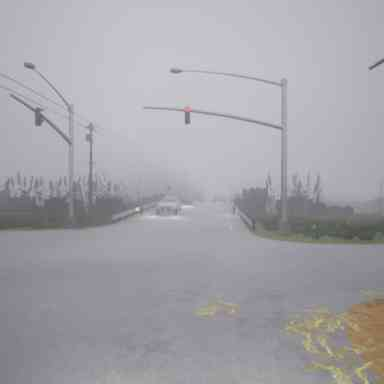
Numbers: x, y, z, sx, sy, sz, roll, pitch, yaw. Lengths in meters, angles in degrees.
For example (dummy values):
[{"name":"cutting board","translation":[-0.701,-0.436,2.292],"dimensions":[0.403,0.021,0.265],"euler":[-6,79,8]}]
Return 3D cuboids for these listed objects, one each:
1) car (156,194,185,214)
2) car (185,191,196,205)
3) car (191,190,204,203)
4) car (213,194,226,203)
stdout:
[{"name":"car","translation":[-2.086,1.172,30.830],"dimensions":[1.812,1.442,4.674],"euler":[0,3,5]},{"name":"car","translation":[-1.059,0.904,40.792],"dimensions":[1.994,1.385,4.181],"euler":[0,1,6]},{"name":"car","translation":[0.664,0.687,54.106],"dimensions":[2.150,2.045,5.566],"euler":[0,-2,9]},{"name":"car","translation":[4.712,1.045,56.747],"dimensions":[1.882,1.535,5.008],"euler":[0,-2,7]}]
